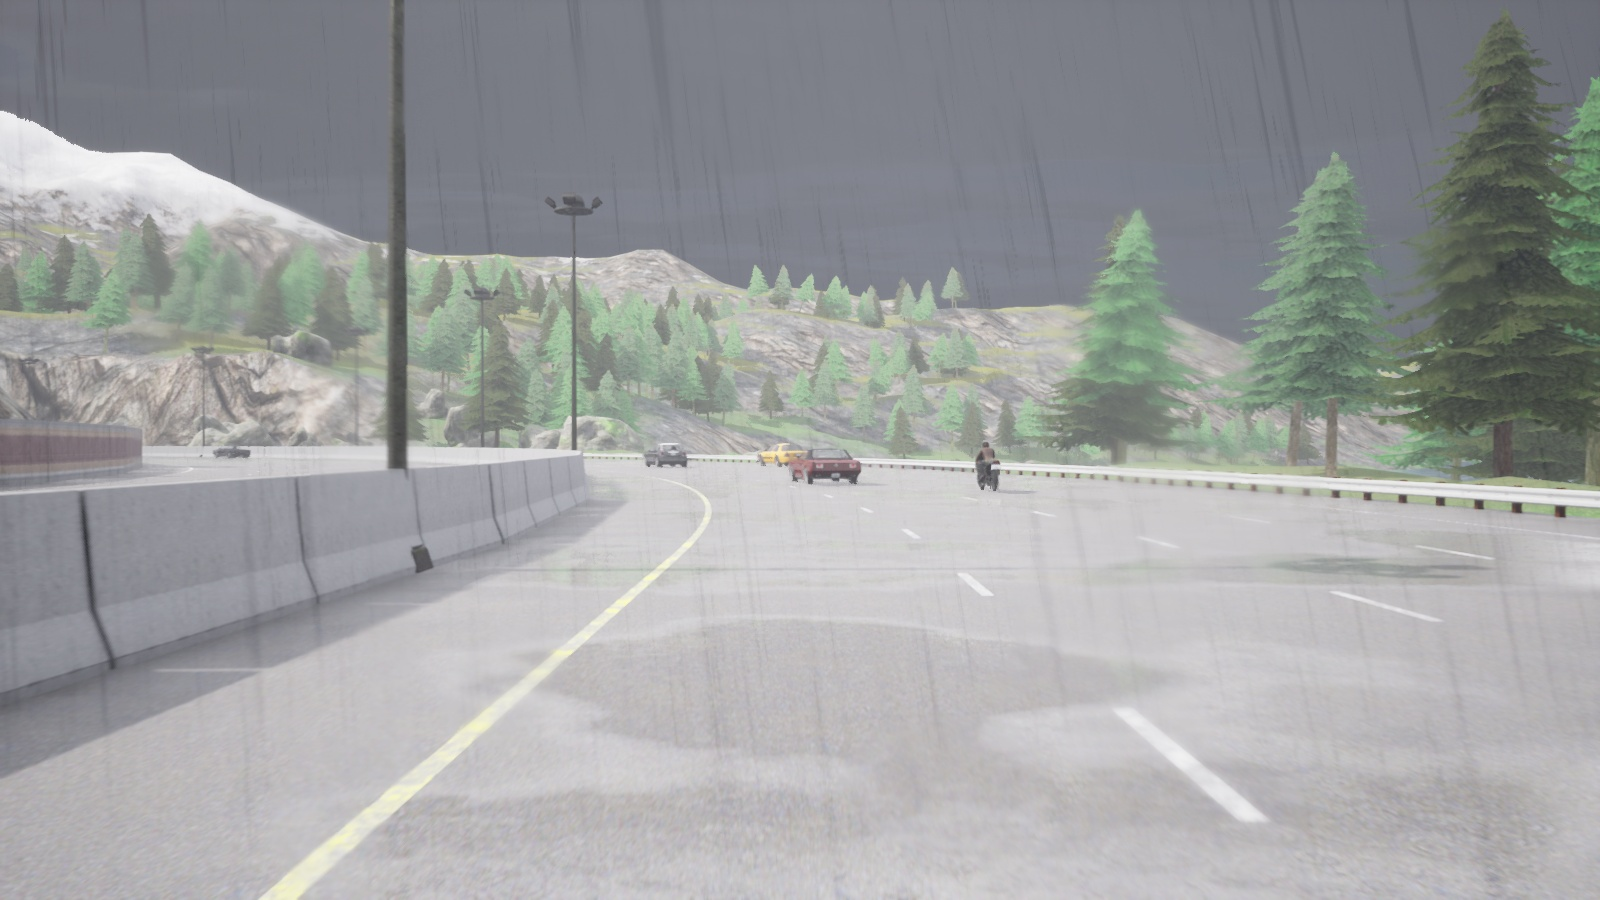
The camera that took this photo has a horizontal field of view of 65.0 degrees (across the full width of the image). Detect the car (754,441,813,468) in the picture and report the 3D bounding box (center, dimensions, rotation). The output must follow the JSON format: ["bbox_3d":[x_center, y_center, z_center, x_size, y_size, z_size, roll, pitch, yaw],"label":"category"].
[{"bbox_3d":[-1.062,0.248,77.436,1.801,1.575,5.366,0,0,-22],"label":"car"}]

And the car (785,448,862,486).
[{"bbox_3d":[0.805,0.586,46.410,1.895,1.301,4.718,0,0,-11],"label":"car"}]

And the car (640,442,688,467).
[{"bbox_3d":[-8.320,0.273,76.670,1.970,1.475,3.806,0,0,-22],"label":"car"}]

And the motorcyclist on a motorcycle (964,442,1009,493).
[{"bbox_3d":[5.686,0.517,38.386,0.797,1.523,2.044,-1,0,-8],"label":"motorcyclist on a motorcycle"}]
